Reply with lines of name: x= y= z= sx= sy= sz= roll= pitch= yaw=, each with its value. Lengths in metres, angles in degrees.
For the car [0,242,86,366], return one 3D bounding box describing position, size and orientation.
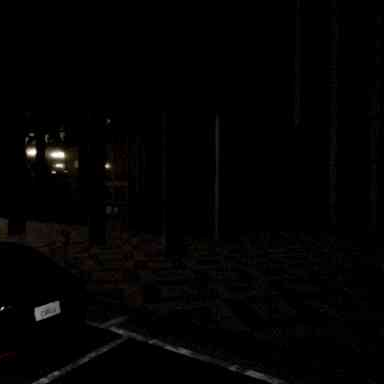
car: x=-3.526 y=1.472 z=5.206 sx=4.313 sy=1.339 sz=1.947 roll=1 pitch=1 yaw=32
